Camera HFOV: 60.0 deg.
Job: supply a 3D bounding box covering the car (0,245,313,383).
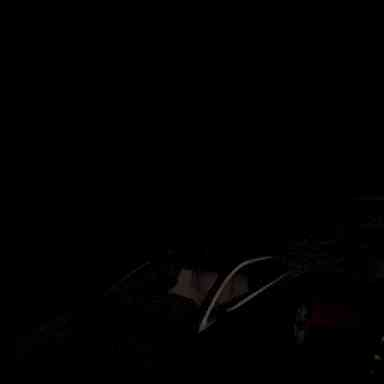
[{"bbox_3d":[0.067,1.546,4.312,2.128,1.511,4.902,-1,0,37],"label":"car"}]
